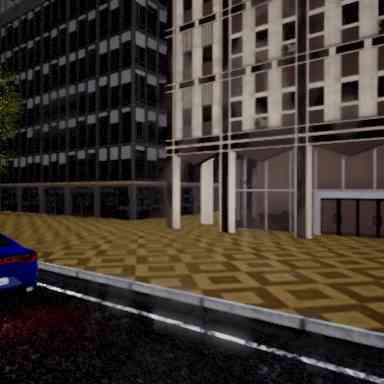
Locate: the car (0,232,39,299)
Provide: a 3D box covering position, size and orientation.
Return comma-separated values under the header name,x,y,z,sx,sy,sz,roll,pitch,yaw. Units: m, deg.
name,x,y,z,sx,sy,sz,roll,pitch,yaw
car,-5.537,1.525,7.619,5.008,1.535,1.882,0,0,36
